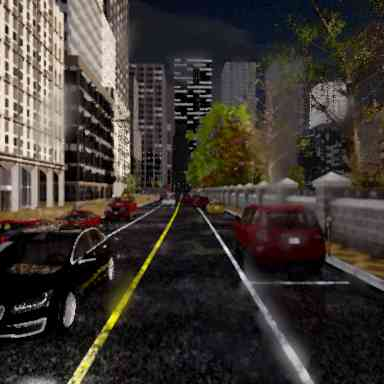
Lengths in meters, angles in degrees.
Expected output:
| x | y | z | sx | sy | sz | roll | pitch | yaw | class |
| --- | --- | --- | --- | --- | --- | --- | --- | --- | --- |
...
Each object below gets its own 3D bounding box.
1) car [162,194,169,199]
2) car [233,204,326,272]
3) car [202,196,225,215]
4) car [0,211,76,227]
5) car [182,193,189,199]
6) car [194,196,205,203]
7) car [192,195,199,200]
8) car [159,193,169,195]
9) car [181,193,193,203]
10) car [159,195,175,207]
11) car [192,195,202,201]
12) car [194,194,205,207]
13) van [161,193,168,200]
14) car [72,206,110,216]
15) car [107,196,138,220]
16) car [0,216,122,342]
| x | y | z | sx | sy | sz | roll | pitch | yaw | class |
| --- | --- | --- | --- | --- | --- | --- | --- | --- | --- |
| -7.331 | 1.327 | 93.738 | 1.802 | 1.307 | 4.206 | 0 | 0 | -2 | car |
| 2.529 | 1.291 | 10.662 | 2.192 | 1.841 | 5.009 | 0 | 0 | 0 | car |
| 2.258 | 1.448 | 33.022 | 1.752 | 1.417 | 4.829 | 0 | 0 | -1 | car |
| -5.496 | 1.522 | 10.589 | 1.887 | 1.381 | 4.507 | 0 | 0 | 0 | car |
| -1.699 | 1.110 | 87.597 | 1.837 | 1.490 | 4.892 | 0 | 0 | -2 | car |
| 1.444 | 1.396 | 66.134 | 1.947 | 1.339 | 4.313 | 0 | 0 | -2 | car |
| 0.844 | 1.344 | 88.325 | 1.802 | 1.307 | 4.206 | 0 | 0 | -2 | car |
| -7.031 | 1.096 | 82.659 | 2.192 | 1.841 | 5.009 | 0 | 0 | -2 | car |
| -1.087 | 1.186 | 65.175 | 2.097 | 1.767 | 4.553 | 0 | 0 | -2 | car |
| -3.511 | 1.479 | 49.745 | 1.895 | 1.301 | 4.718 | 0 | 0 | -1 | car |
| 1.144 | 1.363 | 77.230 | 1.947 | 1.339 | 4.313 | 0 | 0 | -2 | car |
| 1.618 | 1.361 | 47.402 | 1.882 | 1.535 | 5.008 | 0 | 0 | -1 | car |
| -7.181 | 1.104 | 88.199 | 1.690 | 1.788 | 3.998 | 0 | 0 | -2 | van |
| -5.540 | 1.547 | 16.138 | 1.802 | 1.307 | 4.206 | 0 | 0 | -1 | car |
| -5.672 | 1.253 | 27.232 | 2.192 | 1.841 | 5.009 | 0 | 0 | -1 | car |
| -2.874 | 1.490 | 6.805 | 1.837 | 1.490 | 4.892 | 0 | 0 | 0 | car |
